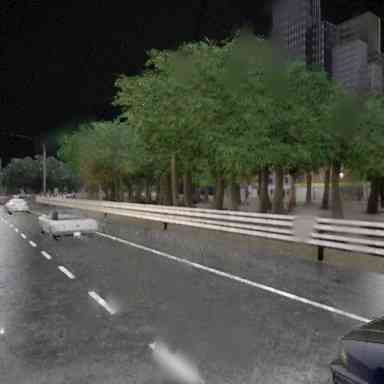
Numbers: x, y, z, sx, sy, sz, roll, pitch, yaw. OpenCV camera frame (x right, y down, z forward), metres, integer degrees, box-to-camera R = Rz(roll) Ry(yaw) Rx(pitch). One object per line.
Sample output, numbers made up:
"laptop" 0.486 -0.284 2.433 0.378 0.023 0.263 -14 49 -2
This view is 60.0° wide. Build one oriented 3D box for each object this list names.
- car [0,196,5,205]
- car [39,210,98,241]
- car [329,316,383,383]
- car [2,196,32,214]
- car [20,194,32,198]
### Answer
"car" -28.538 1.392 50.320 2.128 1.511 4.902 0 0 -31
"car" -6.376 1.569 16.733 1.895 1.301 4.718 0 0 -34
"car" 3.589 1.543 1.781 2.033 1.411 5.357 0 0 -34
"car" -17.913 1.466 34.040 1.812 1.442 4.674 0 0 -34
"car" -39.202 1.341 78.305 1.837 1.490 4.892 0 0 -9
